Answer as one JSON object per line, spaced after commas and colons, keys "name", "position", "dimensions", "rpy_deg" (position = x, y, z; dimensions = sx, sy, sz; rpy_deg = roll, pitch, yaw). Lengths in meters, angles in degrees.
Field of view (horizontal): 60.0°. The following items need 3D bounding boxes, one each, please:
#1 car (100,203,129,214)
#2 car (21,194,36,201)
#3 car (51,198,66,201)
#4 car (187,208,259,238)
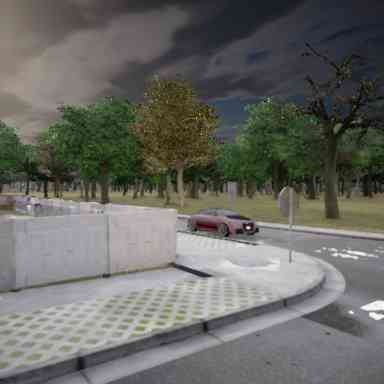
{"name": "car", "position": [-6.165, 1.609, 28.528], "dimensions": [1.895, 1.301, 4.718], "rpy_deg": [2, -1, -36]}
{"name": "car", "position": [-37.432, 1.448, 76.994], "dimensions": [2.128, 1.511, 4.902], "rpy_deg": [2, -1, -36]}
{"name": "car", "position": [-18.587, 1.504, 45.999], "dimensions": [1.812, 1.442, 4.674], "rpy_deg": [2, -1, -35]}
{"name": "car", "position": [1.562, 1.562, 17.748], "dimensions": [1.994, 1.385, 4.181], "rpy_deg": [2, -1, -36]}
